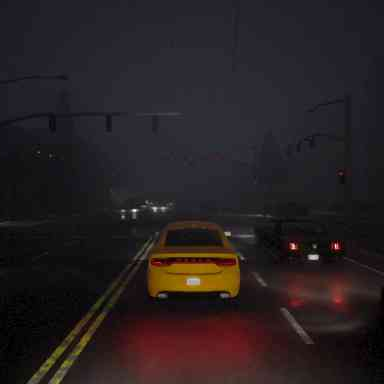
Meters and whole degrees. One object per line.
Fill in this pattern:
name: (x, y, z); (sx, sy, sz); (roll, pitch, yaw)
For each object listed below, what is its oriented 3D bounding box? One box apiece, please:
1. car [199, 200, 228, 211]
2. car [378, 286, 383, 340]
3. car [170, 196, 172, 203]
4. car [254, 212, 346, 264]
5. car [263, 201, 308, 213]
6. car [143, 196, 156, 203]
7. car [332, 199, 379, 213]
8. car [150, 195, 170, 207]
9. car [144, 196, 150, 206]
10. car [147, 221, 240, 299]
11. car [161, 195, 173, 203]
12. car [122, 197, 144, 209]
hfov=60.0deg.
car: (2.531, 1.601, 40.762); (1.895, 1.301, 4.718); (0, 0, -23)
car: (3.596, 1.478, 2.759); (1.882, 1.535, 5.008); (0, 0, 0)
car: (-5.072, 1.352, 60.665); (2.097, 1.767, 4.553); (0, 0, -1)
car: (3.497, 1.601, 11.849); (1.895, 1.301, 4.718); (0, 0, -1)
car: (8.873, 1.564, 31.698); (4.181, 1.385, 1.994); (0, 0, -6)
car: (-8.727, 1.541, 68.896); (2.033, 1.411, 5.357); (0, 0, -2)
car: (17.547, 1.526, 35.699); (4.674, 1.442, 1.812); (0, 0, -2)
car: (-4.821, 1.564, 50.432); (1.994, 1.385, 4.181); (0, 0, -1)
car: (-8.474, 1.548, 56.230); (2.033, 1.411, 5.357); (0, 0, -1)
car: (0.030, 1.478, 8.523); (1.882, 1.535, 5.008); (0, 0, 0)
car: (-5.278, 1.525, 70.879); (2.128, 1.511, 4.902); (0, 0, -2)
car: (-8.230, 1.505, 45.535); (1.837, 1.490, 4.892); (0, 0, 0)
